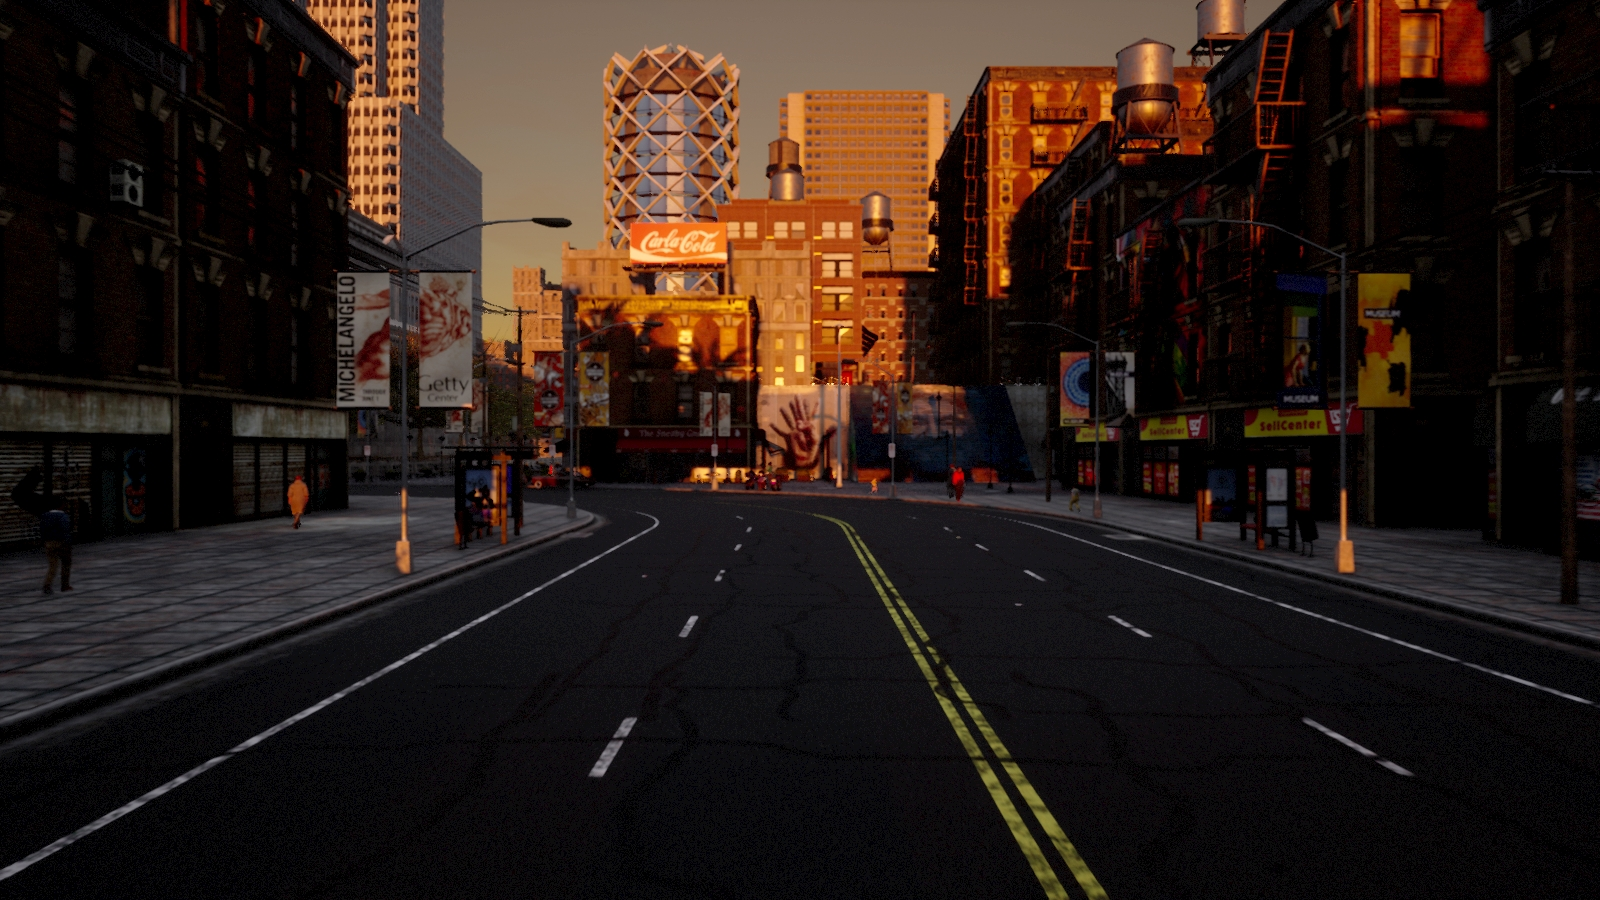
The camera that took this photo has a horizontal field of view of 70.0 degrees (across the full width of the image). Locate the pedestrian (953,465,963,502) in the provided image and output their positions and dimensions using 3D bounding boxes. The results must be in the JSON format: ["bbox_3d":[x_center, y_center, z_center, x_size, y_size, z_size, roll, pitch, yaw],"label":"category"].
[{"bbox_3d":[7.995,1.690,57.730,0.375,1.860,0.375,0,0,-22],"label":"pedestrian"}]

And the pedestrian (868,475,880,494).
[{"bbox_3d":[4.404,2.069,68.031,0.500,1.100,0.500,0,0,-33],"label":"pedestrian"}]

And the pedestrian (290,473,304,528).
[{"bbox_3d":[-16.901,1.692,38.417,0.375,1.860,0.375,0,0,-13],"label":"pedestrian"}]

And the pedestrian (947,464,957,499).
[{"bbox_3d":[8.246,1.690,61.942,0.375,1.860,0.375,0,0,-24],"label":"pedestrian"}]

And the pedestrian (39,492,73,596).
[{"bbox_3d":[-13.514,1.694,20.754,0.375,1.860,0.375,0,0,-1],"label":"pedestrian"}]

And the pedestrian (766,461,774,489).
[{"bbox_3d":[-2.031,1.689,77.262,0.375,1.860,0.375,0,0,-42],"label":"pedestrian"}]

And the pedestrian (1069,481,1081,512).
[{"bbox_3d":[11.663,1.971,48.463,0.375,1.300,0.375,0,0,-18],"label":"pedestrian"}]
